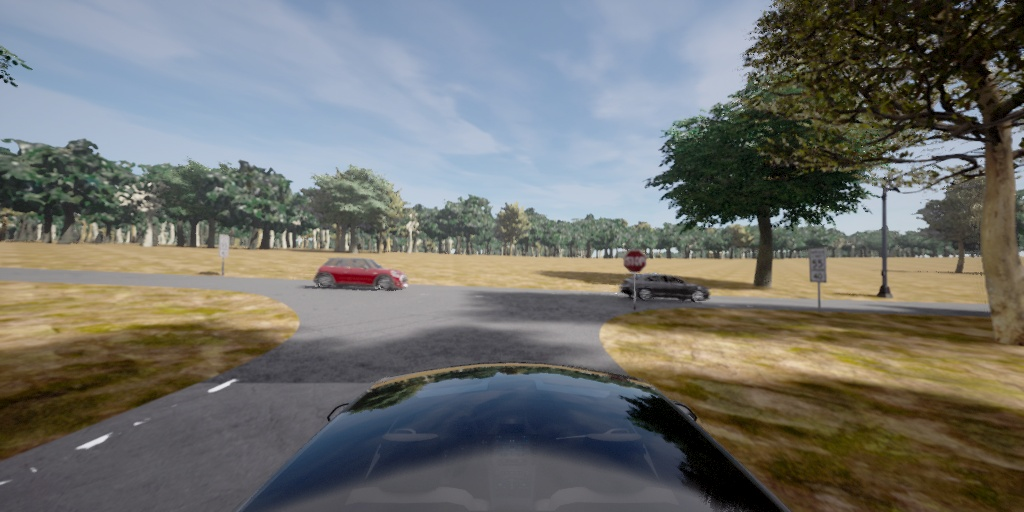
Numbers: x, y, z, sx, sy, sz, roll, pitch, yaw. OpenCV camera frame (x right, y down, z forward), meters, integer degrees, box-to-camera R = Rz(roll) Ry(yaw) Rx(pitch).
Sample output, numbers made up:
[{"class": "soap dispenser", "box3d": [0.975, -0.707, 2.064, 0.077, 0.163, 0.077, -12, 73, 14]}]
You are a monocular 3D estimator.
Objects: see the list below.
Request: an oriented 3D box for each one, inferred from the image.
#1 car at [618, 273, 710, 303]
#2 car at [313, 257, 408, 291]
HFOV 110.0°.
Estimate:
[{"class": "car", "box3d": [8.478, 1.762, 20.092, 4.892, 1.490, 1.837, 2, -2, -3]}, {"class": "car", "box3d": [-7.997, 0.899, 19.341, 4.553, 1.767, 2.097, 2, -2, -3]}]
